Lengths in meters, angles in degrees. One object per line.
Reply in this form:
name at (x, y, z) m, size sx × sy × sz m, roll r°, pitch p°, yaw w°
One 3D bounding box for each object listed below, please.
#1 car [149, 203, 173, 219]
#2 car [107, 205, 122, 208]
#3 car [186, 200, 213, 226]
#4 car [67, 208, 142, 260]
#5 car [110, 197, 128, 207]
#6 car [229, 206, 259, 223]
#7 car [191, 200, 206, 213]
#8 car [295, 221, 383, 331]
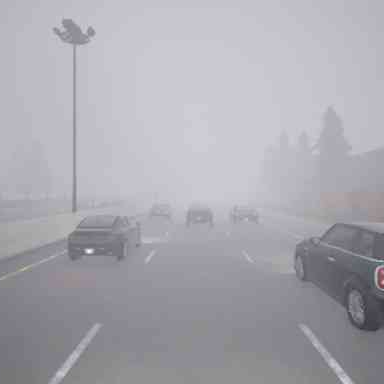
car at (-2.849, 1.751, 31.053) m, size 2.033 × 1.411 × 5.357 m, roll 0°, pitch 0°, yaw 1°
car at (-9.904, 1.829, 38.974) m, size 1.994 × 1.385 × 4.181 m, roll 0°, pitch 0°, yaw 1°
car at (0.545, 1.636, 24.783) m, size 1.882 × 1.535 × 5.008 m, roll 0°, pitch 0°, yaw 1°
car at (-3.149, 1.592, 12.750) m, size 1.837 × 1.490 × 4.892 m, roll 0°, pitch 0°, yaw 1°
car at (-13.000, 1.749, 59.155) m, size 2.097 × 1.767 × 4.553 m, roll 0°, pitch 0°, yaw 1°
car at (4.088, 1.769, 27.032) m, size 1.895 × 1.301 × 4.718 m, roll 0°, pitch 0°, yaw 1°
car at (0.833, 1.796, 42.151) m, size 1.812 × 1.442 × 4.674 m, roll 0°, pitch -1°, yaw 1°
car at (3.759, 1.393, 7.086) m, size 2.097 × 1.767 × 4.553 m, roll 0°, pitch 0°, yaw 1°
